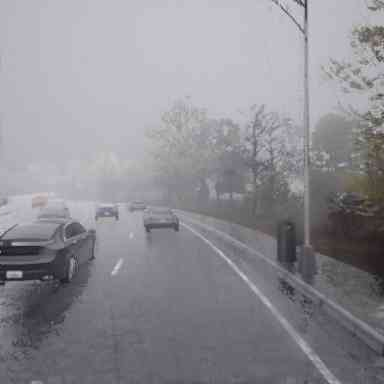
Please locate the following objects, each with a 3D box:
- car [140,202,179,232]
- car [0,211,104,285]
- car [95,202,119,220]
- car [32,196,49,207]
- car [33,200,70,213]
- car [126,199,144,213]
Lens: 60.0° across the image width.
[{"bbox_3d":[-1.978,1.572,20.546,1.994,1.385,4.181,0,0,-10],"label":"car"},{"bbox_3d":[-3.997,1.518,9.533,1.837,1.490,4.892,0,0,-5],"label":"car"},{"bbox_3d":[-7.239,1.546,28.422,1.812,1.442,4.674,0,0,-14],"label":"car"},{"bbox_3d":[-22.190,1.390,48.661,2.097,1.767,4.553,0,0,-26],"label":"car"},{"bbox_3d":[-10.173,1.551,24.793,1.812,1.442,4.674,0,0,-13],"label":"car"},{"bbox_3d":[-6.336,1.513,37.581,2.128,1.511,4.902,0,0,-18],"label":"car"}]
